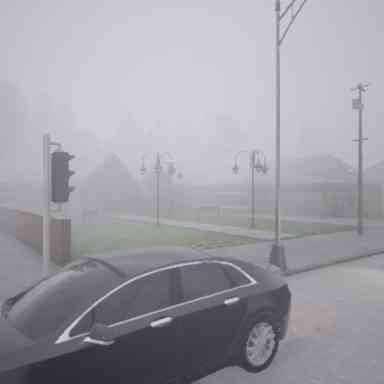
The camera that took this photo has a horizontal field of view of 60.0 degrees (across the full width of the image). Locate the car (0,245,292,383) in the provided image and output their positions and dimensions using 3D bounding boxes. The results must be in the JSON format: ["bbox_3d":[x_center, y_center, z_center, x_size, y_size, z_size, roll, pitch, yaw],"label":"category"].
[{"bbox_3d":[-0.791,1.505,4.033,4.892,1.490,1.837,0,0,-37],"label":"car"}]
